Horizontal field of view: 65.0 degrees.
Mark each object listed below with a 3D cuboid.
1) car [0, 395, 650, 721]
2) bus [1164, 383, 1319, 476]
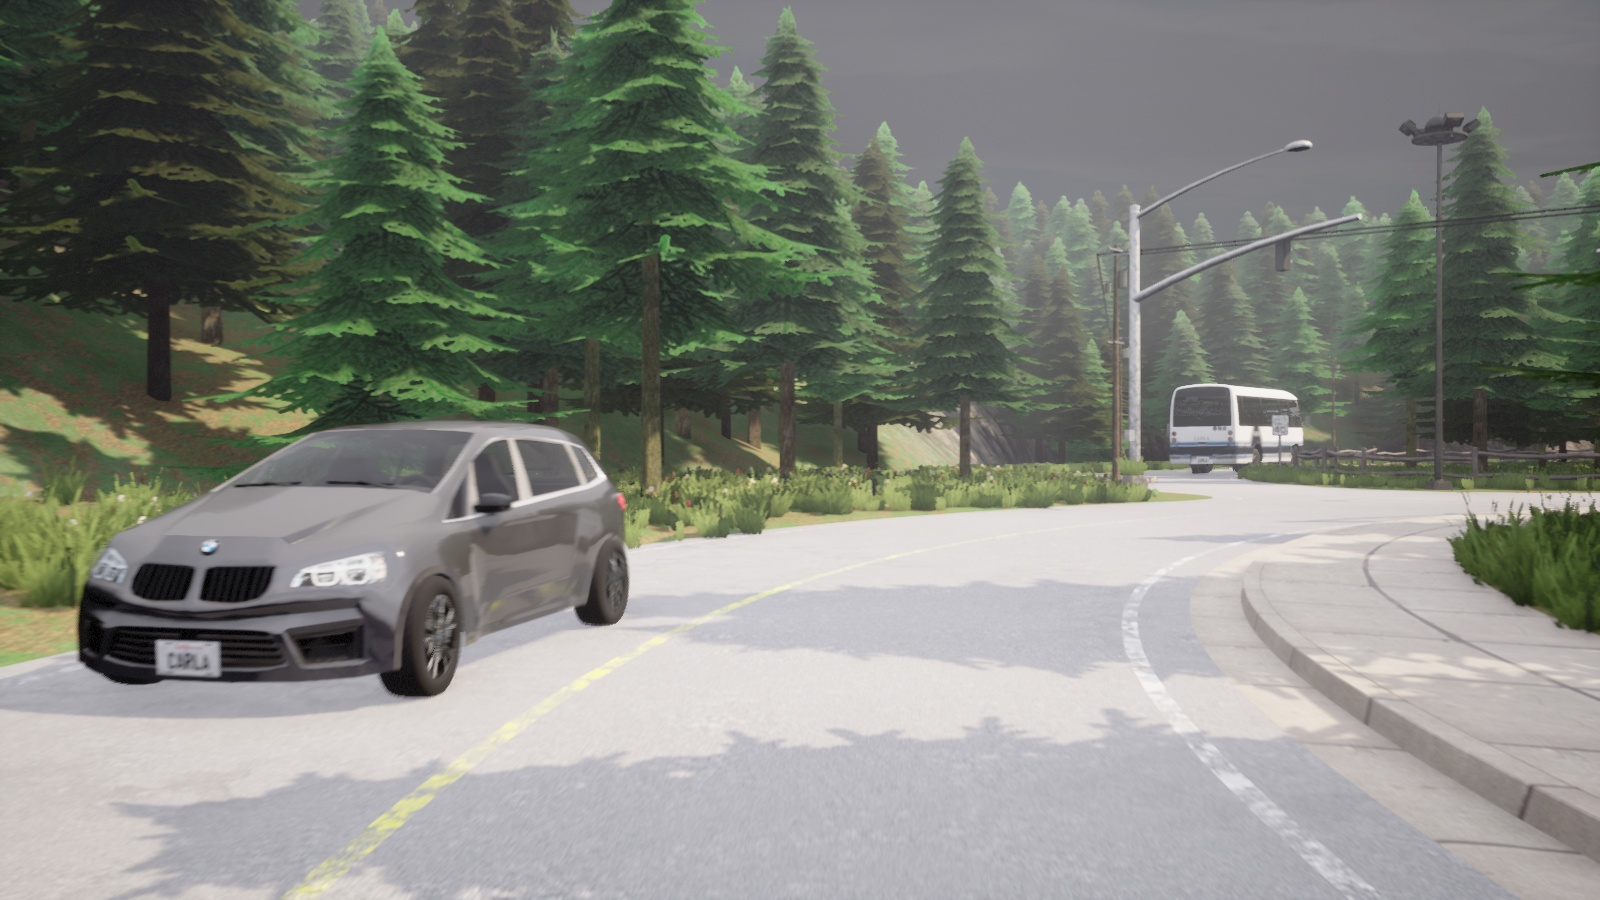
[{"bbox_3d":[-2.877,0.538,8.908,2.242,1.667,4.611,0,0,12],"label":"car"},{"bbox_3d":[22.128,-0.934,62.478,3.944,4.253,10.273,-1,0,39],"label":"bus"}]
